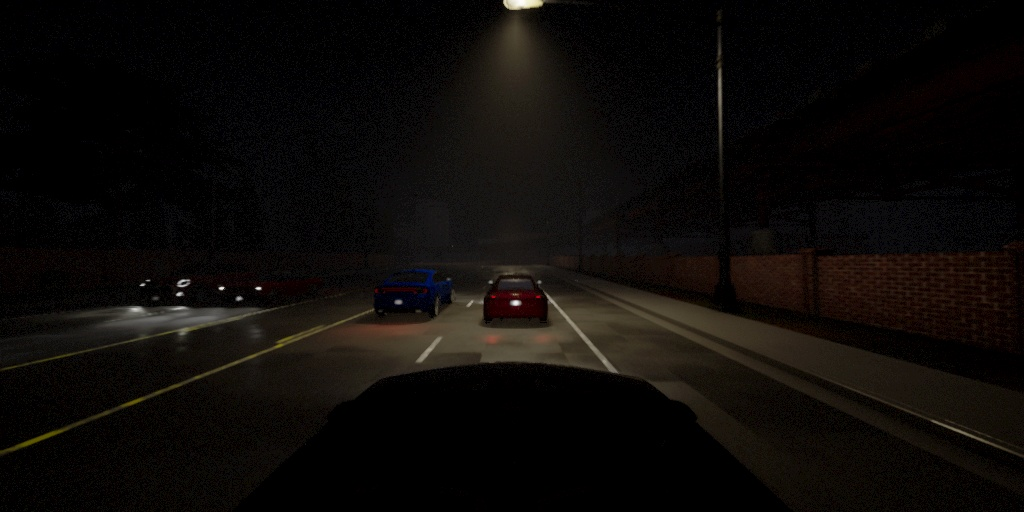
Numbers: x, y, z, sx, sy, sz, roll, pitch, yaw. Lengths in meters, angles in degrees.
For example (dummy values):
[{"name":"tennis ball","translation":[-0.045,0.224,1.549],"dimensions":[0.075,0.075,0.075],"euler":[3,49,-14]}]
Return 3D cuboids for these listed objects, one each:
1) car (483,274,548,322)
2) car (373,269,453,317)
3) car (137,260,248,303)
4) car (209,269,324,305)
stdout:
[{"name":"car","translation":[0.111,1.307,12.216],"dimensions":[1.994,1.385,4.181],"euler":[0,0,0]},{"name":"car","translation":[-3.389,1.218,13.182],"dimensions":[1.882,1.535,5.008],"euler":[0,0,0]},{"name":"car","translation":[-14.037,1.085,16.377],"dimensions":[2.097,1.767,4.553],"euler":[0,0,0]},{"name":"car","translation":[-10.540,1.336,16.065],"dimensions":[1.895,1.301,4.718],"euler":[0,0,1]}]
